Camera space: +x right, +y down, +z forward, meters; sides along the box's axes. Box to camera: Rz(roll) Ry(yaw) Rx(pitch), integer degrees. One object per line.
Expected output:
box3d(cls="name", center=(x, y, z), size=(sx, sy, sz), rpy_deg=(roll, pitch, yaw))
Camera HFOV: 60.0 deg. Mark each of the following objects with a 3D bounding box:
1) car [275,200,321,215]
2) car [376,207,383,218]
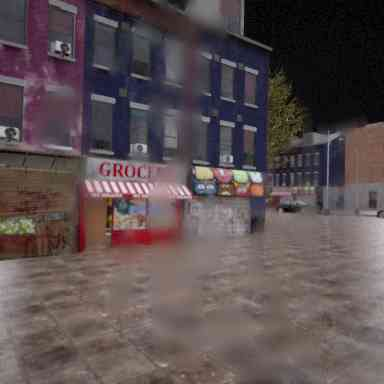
box3d(cls="car", center=(11.071, 1.580, 34.877), size=(1.882, 1.535, 5.008), rpy_deg=(2, -2, -35))
box3d(cls="car", center=(17.033, 1.590, 26.366), size=(1.994, 1.385, 4.181), rpy_deg=(2, -2, -35))
